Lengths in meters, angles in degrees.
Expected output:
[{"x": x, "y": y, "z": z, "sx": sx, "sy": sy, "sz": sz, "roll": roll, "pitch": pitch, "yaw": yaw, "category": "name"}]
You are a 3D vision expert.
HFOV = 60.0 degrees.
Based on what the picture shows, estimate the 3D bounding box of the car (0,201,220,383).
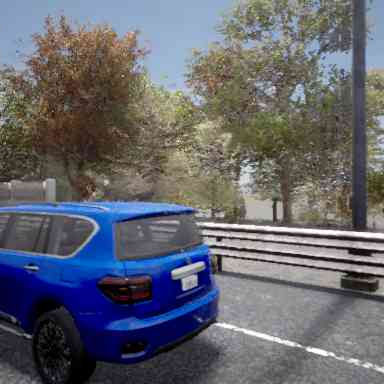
[{"x": -2.215, "y": 1.173, "z": 5.499, "sx": 5.566, "sy": 2.045, "sz": 2.150, "roll": 0, "pitch": 0, "yaw": 35, "category": "car"}]
